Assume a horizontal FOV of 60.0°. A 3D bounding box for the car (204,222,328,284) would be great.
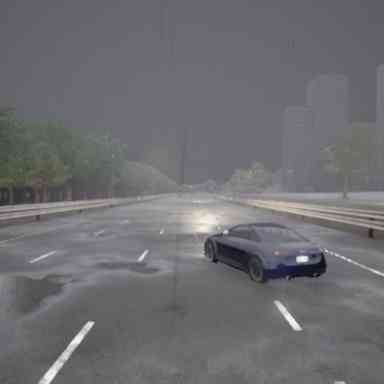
[{"bbox_3d":[1.938,1.595,9.922,1.994,1.385,4.181,0,0,-22],"label":"car"}]
